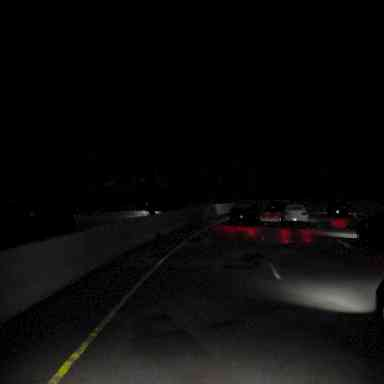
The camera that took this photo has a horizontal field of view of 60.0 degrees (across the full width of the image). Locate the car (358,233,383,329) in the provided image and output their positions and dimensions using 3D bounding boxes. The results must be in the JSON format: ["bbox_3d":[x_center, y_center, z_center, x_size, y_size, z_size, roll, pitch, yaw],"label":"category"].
[{"bbox_3d":[3.840,1.522,3.501,1.837,1.490,4.892,0,0,3],"label":"car"}]

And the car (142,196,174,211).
[{"bbox_3d":[-4.277,1.471,42.913,2.097,1.767,4.553,0,0,25],"label":"car"}]

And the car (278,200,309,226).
[{"bbox_3d":[7.360,1.575,23.885,1.812,1.442,4.674,0,0,16],"label":"car"}]

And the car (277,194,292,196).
[{"bbox_3d":[19.449,1.324,71.191,2.150,2.045,5.566,-1,-1,45],"label":"car"}]

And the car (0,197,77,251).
[{"bbox_3d":[-6.155,1.231,11.708,2.150,2.045,5.566,0,0,8],"label":"car"}]

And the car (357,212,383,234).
[{"bbox_3d":[8.617,1.563,14.232,1.812,1.442,4.674,0,0,10],"label":"car"}]

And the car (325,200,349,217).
[{"bbox_3d":[14.288,1.572,32.682,1.837,1.490,4.892,0,0,23],"label":"car"}]

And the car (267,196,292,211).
[{"bbox_3d":[10.626,1.594,41.177,2.128,1.511,4.902,0,0,27],"label":"car"}]

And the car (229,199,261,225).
[{"bbox_3d":[4.049,1.529,24.997,1.882,1.535,5.008,0,0,16],"label":"car"}]

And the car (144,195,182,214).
[{"bbox_3d":[-2.985,1.314,37.217,2.150,2.045,5.566,0,0,22],"label":"car"}]
